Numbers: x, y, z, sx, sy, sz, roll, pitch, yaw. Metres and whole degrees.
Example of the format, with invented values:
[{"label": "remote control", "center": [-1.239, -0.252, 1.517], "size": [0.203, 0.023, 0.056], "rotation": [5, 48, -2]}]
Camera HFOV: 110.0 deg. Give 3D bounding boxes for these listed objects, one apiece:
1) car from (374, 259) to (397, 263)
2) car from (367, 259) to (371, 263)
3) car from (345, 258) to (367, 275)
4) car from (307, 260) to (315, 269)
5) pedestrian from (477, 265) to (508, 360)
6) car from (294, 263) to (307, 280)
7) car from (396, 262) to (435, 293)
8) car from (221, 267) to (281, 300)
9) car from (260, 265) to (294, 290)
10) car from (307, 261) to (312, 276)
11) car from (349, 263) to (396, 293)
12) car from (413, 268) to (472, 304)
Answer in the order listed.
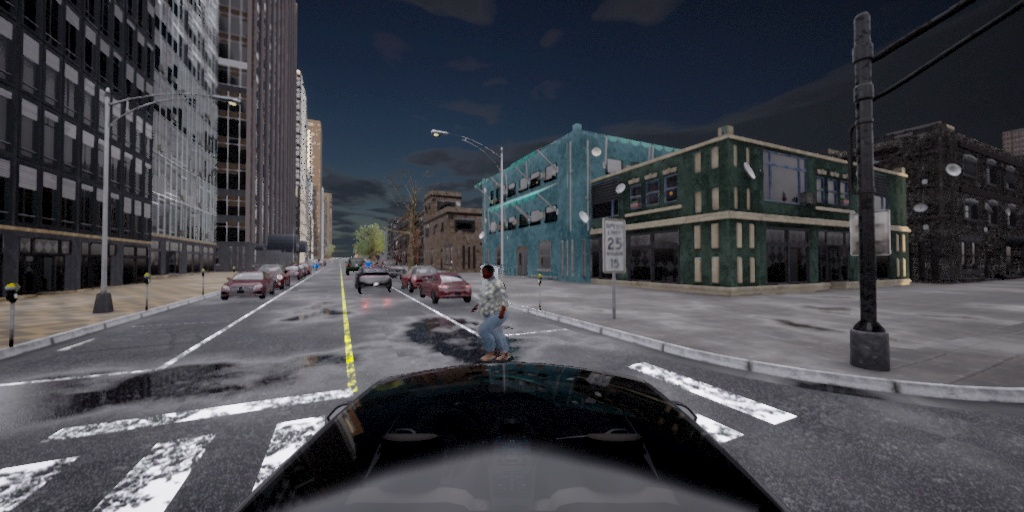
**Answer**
[{"label": "car", "center": [-12.737, 1.282, 36.593], "size": [2.192, 1.841, 5.009], "rotation": [0, 0, -26]}, {"label": "car", "center": [-15.139, 1.316, 41.595], "size": [2.192, 1.841, 5.009], "rotation": [0, 0, -26]}, {"label": "car", "center": [-19.487, 1.236, 44.659], "size": [2.150, 2.045, 5.566], "rotation": [0, 0, -25]}, {"label": "car", "center": [-25.095, 1.527, 42.966], "size": [1.888, 1.381, 4.507], "rotation": [0, 0, -26]}, {"label": "pedestrian", "center": [-0.375, 1.037, 6.712], "size": [0.375, 1.860, 0.375], "rotation": [1, -2, -26]}, {"label": "car", "center": [-20.291, 1.498, 32.964], "size": [1.802, 1.307, 4.207], "rotation": [0, 0, -26]}, {"label": "car", "center": [-5.533, 1.301, 21.596], "size": [1.967, 1.591, 4.097], "rotation": [0, 0, -26]}, {"label": "car", "center": [-13.087, 1.391, 17.967], "size": [1.802, 1.307, 4.207], "rotation": [0, 0, -26]}, {"label": "car", "center": [-15.488, 1.286, 22.966], "size": [1.967, 1.591, 4.097], "rotation": [0, 0, -26]}, {"label": "car", "center": [-22.693, 1.531, 37.966], "size": [1.802, 1.307, 4.207], "rotation": [0, 0, -26]}, {"label": "car", "center": [-8.486, 1.346, 21.758], "size": [2.128, 1.511, 4.902], "rotation": [0, -1, -26]}, {"label": "car", "center": [-3.131, 1.405, 16.594], "size": [1.802, 1.307, 4.207], "rotation": [0, 0, -26]}]
